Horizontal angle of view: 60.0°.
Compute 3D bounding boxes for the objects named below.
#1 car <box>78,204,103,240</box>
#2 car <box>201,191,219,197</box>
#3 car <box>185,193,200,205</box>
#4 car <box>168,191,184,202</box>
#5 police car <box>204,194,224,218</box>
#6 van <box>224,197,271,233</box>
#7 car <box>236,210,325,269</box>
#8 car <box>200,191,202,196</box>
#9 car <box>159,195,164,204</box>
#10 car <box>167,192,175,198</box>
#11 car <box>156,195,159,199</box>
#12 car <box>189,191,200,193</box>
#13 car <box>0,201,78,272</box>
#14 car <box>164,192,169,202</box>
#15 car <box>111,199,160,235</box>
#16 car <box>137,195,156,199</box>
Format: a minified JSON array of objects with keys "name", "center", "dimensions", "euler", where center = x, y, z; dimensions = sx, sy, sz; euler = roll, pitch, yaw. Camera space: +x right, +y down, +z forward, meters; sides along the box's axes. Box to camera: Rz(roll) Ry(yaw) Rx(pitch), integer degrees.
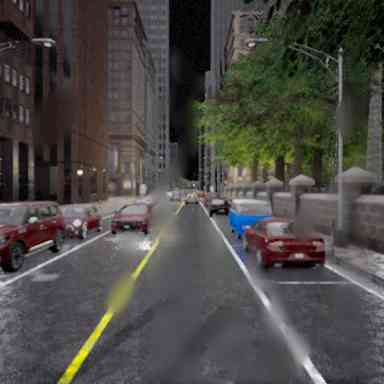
[{"name":"car","center":[-5.763,1.356,16.306],"dimensions":[1.967,1.590,4.097],"euler":[0,0,0]},{"name":"car","center":[2.762,1.043,43.937],"dimensions":[2.192,1.841,5.009],"euler":[0,0,0]},{"name":"car","center":[0.022,1.244,50.201],"dimensions":[1.994,1.385,4.181],"euler":[0,0,1]},{"name":"car","center":[-3.029,1.112,60.758],"dimensions":[1.837,1.490,4.892],"euler":[0,1,1]},{"name":"police car","center":[2.365,1.259,28.747],"dimensions":[1.930,1.638,5.238],"euler":[0,0,0]},{"name":"van","center":[2.763,1.257,16.316],"dimensions":[1.690,1.788,3.998],"euler":[0,0,0]},{"name":"car","center":[2.763,1.494,10.794],"dimensions":[1.887,1.381,4.507],"euler":[0,0,0]},{"name":"car","center":[2.762,1.001,49.462],"dimensions":[2.192,1.841,5.009],"euler":[0,0,0]},{"name":"car","center":[-5.764,1.126,49.451],"dimensions":[1.967,1.590,4.097],"euler":[0,0,0]},{"name":"car","center":[-5.767,0.799,92.596],"dimensions":[1.967,1.590,4.097],"euler":[0,0,0]},{"name":"car","center":[-5.764,1.255,43.758],"dimensions":[1.752,1.417,4.829],"euler":[0,0,0]},{"name":"car","center":[-0.002,1.061,62.422],"dimensions":[1.882,1.535,5.008],"euler":[0,0,0]},{"name":"car","center":[-5.764,1.264,10.782],"dimensions":[2.192,1.841,5.009],"euler":[0,0,0]},{"name":"car","center":[-5.764,1.163,60.500],"dimensions":[1.947,1.339,4.313],"euler":[0,0,0]},{"name":"car","center":[-3.099,1.380,18.391],"dimensions":[1.882,1.535,5.008],"euler":[0,0,0]},{"name":"car","center":[-5.764,1.320,38.404],"dimensions":[2.008,1.369,4.403],"euler":[0,0,0]}]
